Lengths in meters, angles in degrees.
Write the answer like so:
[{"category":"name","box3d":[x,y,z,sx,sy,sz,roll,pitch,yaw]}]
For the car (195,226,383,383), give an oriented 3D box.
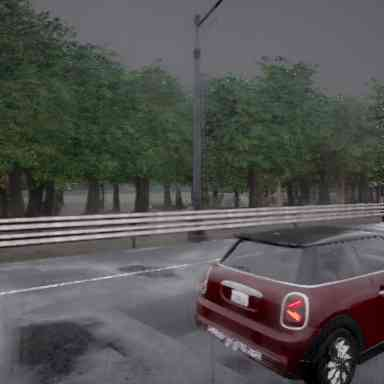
[{"category":"car","box3d":[2.332,1.348,5.391,4.553,1.767,2.097,0,0,-35]}]
